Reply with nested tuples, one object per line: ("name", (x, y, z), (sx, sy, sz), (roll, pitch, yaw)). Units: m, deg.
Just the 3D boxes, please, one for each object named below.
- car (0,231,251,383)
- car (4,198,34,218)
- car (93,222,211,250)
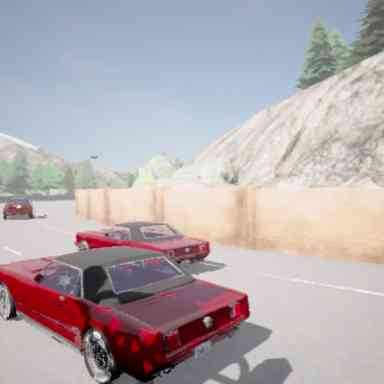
("car", (-1.535, 1.589, 5.449), (4.718, 1.301, 1.895), (0, 0, 41))
("car", (-14.855, 1.255, 28.741), (2.097, 1.767, 4.553), (1, 0, -25))
("car", (-1.765, 1.582, 10.317), (4.718, 1.301, 1.895), (0, 0, 44))
